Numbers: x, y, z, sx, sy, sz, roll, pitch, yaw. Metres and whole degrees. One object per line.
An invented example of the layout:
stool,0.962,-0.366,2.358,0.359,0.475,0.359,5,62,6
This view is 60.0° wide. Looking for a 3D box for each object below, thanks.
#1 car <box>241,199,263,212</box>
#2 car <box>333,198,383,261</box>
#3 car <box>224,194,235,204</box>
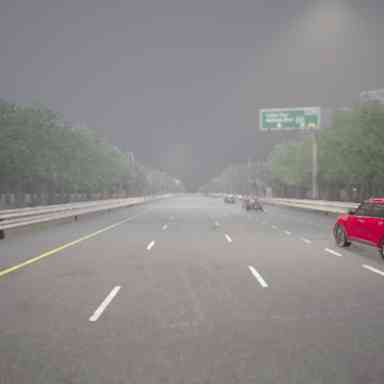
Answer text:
car,7.064,1.520,39.009,1.812,1.442,4.674,0,0,0
car,7.007,1.223,11.602,2.150,2.045,5.566,0,0,0
car,7.123,1.465,63.696,2.128,1.511,4.902,0,0,0
